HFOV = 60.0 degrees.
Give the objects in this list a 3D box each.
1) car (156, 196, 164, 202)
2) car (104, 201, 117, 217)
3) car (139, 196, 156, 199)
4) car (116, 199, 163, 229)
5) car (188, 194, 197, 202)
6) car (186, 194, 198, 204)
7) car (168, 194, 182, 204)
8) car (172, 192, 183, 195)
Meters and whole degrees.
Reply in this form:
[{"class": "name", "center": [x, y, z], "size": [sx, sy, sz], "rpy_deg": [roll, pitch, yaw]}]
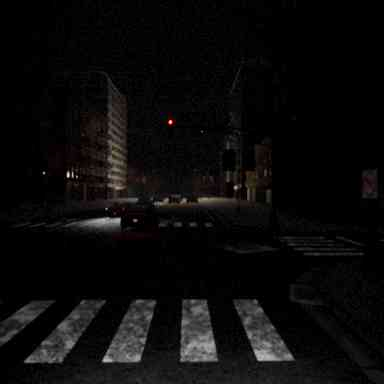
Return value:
[{"class": "car", "center": [-6.449, 1.444, 64.171], "size": [1.895, 1.301, 4.718], "rpy_deg": [0, 0, 0]}, {"class": "car", "center": [-6.574, 1.504, 30.507], "size": [1.895, 1.301, 4.718], "rpy_deg": [0, 0, 0]}, {"class": "car", "center": [-6.551, 1.376, 46.000], "size": [1.812, 1.442, 4.674], "rpy_deg": [0, 0, 0]}, {"class": "car", "center": [-3.135, 1.413, 20.883], "size": [1.882, 1.535, 5.008], "rpy_deg": [0, 0, 0]}, {"class": "car", "center": [0.055, 1.249, 69.197], "size": [1.882, 1.535, 5.008], "rpy_deg": [0, 0, 0]}, {"class": "car", "center": [0.048, 1.157, 59.164], "size": [2.097, 1.767, 4.553], "rpy_deg": [0, 0, 0]}, {"class": "car", "center": [-3.202, 1.406, 59.227], "size": [1.895, 1.301, 4.718], "rpy_deg": [0, 0, 0]}, {"class": "car", "center": [-3.195, 1.003, 69.229], "size": [2.150, 2.045, 5.566], "rpy_deg": [0, 0, 0]}]
